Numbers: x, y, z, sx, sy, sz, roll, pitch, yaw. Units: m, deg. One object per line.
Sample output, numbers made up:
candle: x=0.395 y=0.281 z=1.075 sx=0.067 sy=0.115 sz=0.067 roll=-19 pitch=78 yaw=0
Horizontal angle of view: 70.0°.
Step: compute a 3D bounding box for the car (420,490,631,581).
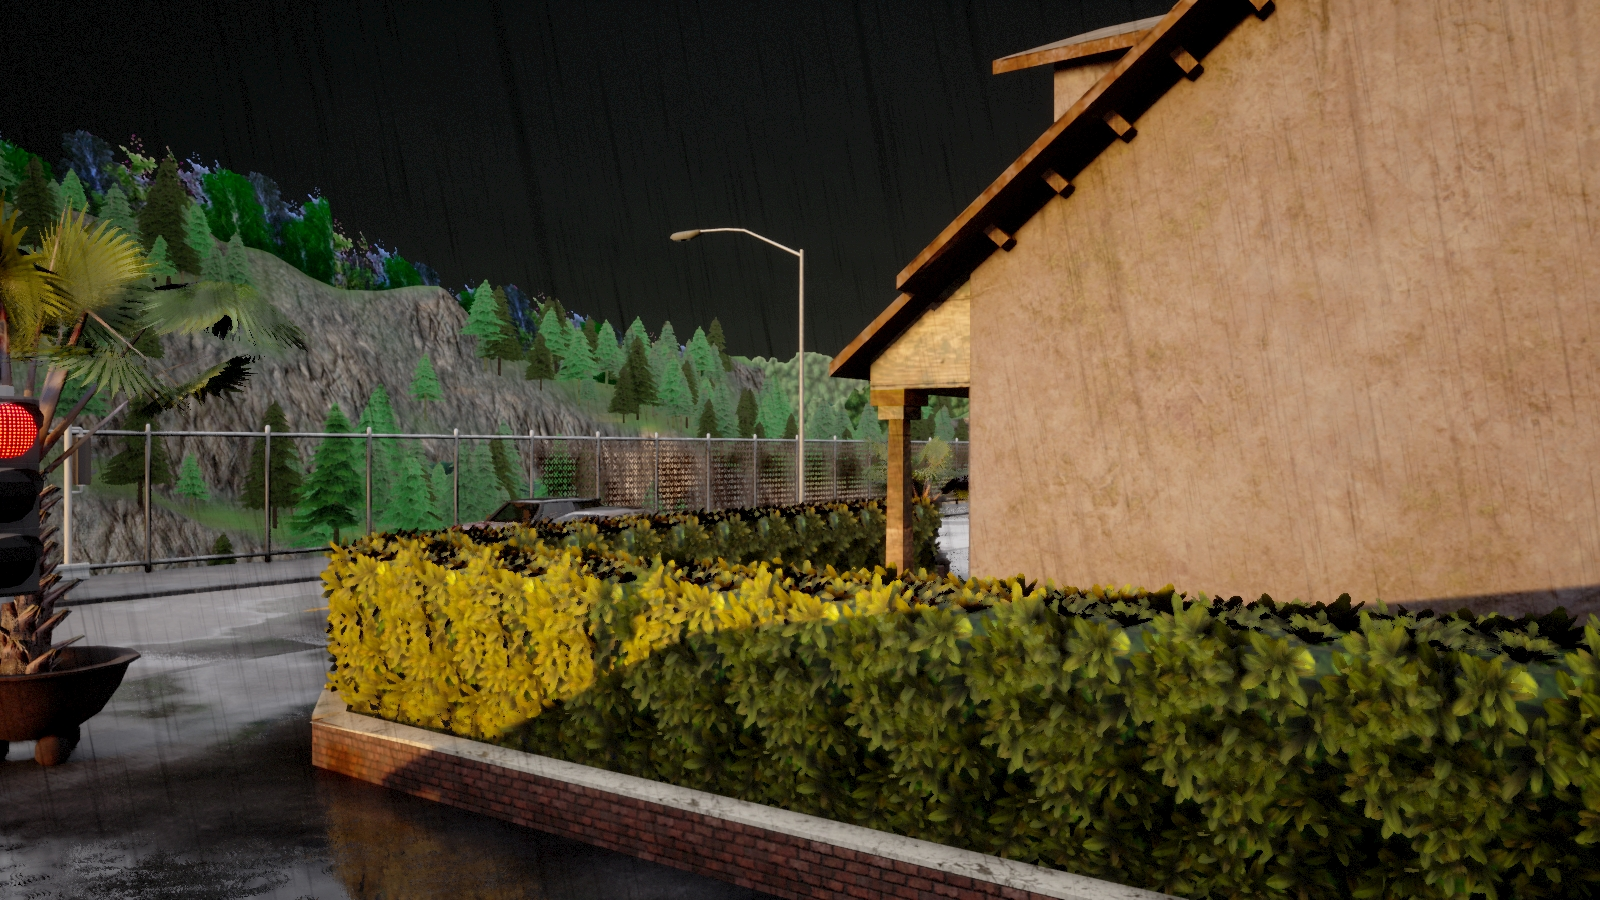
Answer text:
car: x=-6.312 y=1.906 z=26.765 sx=2.097 sy=1.767 sz=4.553 roll=0 pitch=0 yaw=35
